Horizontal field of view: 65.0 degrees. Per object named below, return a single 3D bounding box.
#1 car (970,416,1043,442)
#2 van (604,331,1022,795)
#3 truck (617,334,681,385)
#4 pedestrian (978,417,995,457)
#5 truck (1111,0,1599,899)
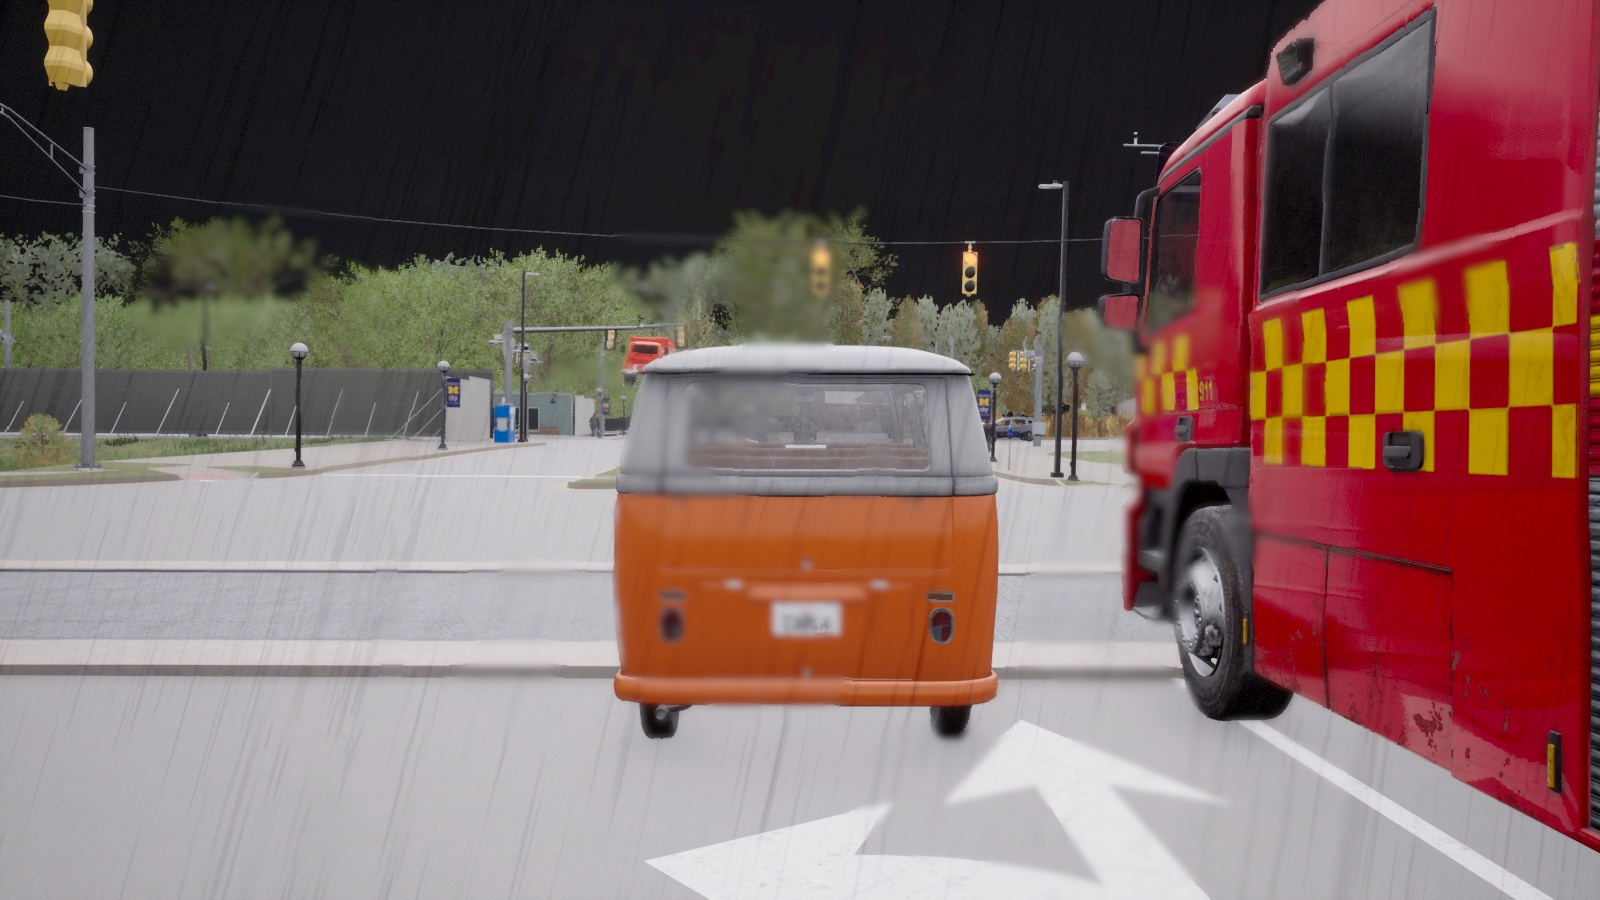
[{"bbox_3d":[14.023,-1.457,85.497,4.611,1.667,2.242,-1,2,0],"label":"car"},{"bbox_3d":[0.055,0.406,7.595,1.775,1.987,4.442,0,2,0],"label":"van"},{"bbox_3d":[-8.160,-4.874,68.445,2.627,2.467,5.204,3,2,1],"label":"truck"},{"bbox_3d":[9.032,-0.640,60.847,0.563,1.883,0.849,1,2,-3],"label":"pedestrian"},{"bbox_3d":[3.567,-0.440,4.371,2.891,3.827,8.468,0,0,0],"label":"truck"}]
